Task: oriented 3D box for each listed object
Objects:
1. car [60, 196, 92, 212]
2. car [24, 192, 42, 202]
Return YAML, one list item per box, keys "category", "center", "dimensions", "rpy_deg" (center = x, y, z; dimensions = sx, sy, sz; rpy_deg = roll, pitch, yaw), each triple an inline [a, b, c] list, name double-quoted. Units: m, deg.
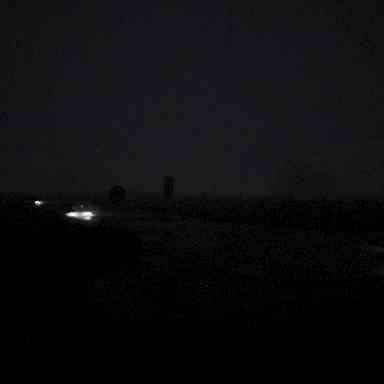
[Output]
- category: "car"
  center: [-10.782, 1.046, 30.732]
  dimensions: [1.994, 1.385, 4.181]
  rpy_deg: [-1, 2, -35]
- category: "car"
  center: [-23.591, 0.684, 49.107]
  dimensions: [1.994, 1.385, 4.181]
  rpy_deg: [-1, 2, -34]
